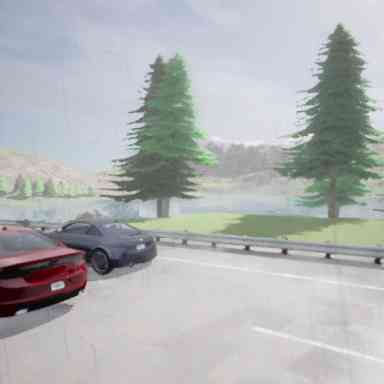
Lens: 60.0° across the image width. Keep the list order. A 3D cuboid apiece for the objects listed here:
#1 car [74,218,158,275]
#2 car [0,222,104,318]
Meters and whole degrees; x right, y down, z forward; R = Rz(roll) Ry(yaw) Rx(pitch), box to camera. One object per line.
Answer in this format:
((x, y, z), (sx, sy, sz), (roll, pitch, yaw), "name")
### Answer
((-3.130, 1.508, 10.326), (4.181, 1.385, 1.994), (0, 0, 32), "car")
((-4.393, 1.458, 7.020), (5.008, 1.535, 1.882), (0, 0, 32), "car")
